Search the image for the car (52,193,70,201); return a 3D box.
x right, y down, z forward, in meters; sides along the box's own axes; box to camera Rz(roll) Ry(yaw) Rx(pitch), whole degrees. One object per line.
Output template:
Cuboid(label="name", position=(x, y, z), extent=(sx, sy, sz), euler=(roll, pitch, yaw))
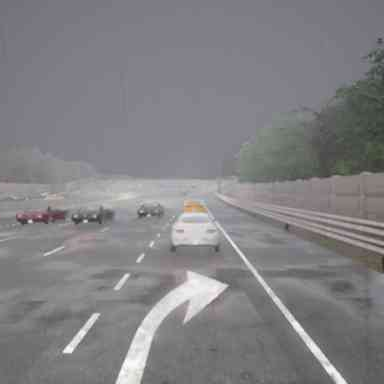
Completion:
Cuboid(label="car", position=(-27.505, 1.019, 69.998), extent=(1.882, 1.535, 5.008), euler=(0, 1, 1))

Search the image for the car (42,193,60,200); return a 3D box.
Cuboid(label="car", position=(-24.189, 1.263, 57.748), extent=(1.882, 1.535, 5.008), euler=(0, 1, 1))

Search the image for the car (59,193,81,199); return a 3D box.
Cuboid(label="car", position=(-20.691, 1.273, 58.137), extent=(2.128, 1.511, 4.902), euler=(0, 1, 1))

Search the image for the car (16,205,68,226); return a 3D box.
Cuboid(label="car", position=(-10.344, 1.590, 23.519), extent=(1.895, 1.301, 4.718), euler=(0, 0, 0))

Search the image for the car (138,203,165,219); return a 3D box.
Cuboid(label="car", position=(-3.416, 1.589, 28.890), extent=(1.895, 1.301, 4.718), euler=(0, 0, 0))

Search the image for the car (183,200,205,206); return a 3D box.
Cuboid(label="car", position=(0.205, 1.465, 31.974), extent=(1.882, 1.535, 5.008), euler=(0, 0, 0))

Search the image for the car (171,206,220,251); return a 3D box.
Cuboid(label="car", position=(0.135, 1.520, 13.854), extent=(1.812, 1.442, 4.674), euler=(0, 0, 0))

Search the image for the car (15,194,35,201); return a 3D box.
Cuboid(label="car", position=(-31.111, 1.205, 62.073), extent=(1.837, 1.490, 4.892), euler=(0, 1, 1))

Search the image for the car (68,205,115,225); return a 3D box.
Cuboid(label="car", position=(-6.843, 1.591, 23.634), extent=(1.895, 1.301, 4.718), euler=(0, 0, 0))
